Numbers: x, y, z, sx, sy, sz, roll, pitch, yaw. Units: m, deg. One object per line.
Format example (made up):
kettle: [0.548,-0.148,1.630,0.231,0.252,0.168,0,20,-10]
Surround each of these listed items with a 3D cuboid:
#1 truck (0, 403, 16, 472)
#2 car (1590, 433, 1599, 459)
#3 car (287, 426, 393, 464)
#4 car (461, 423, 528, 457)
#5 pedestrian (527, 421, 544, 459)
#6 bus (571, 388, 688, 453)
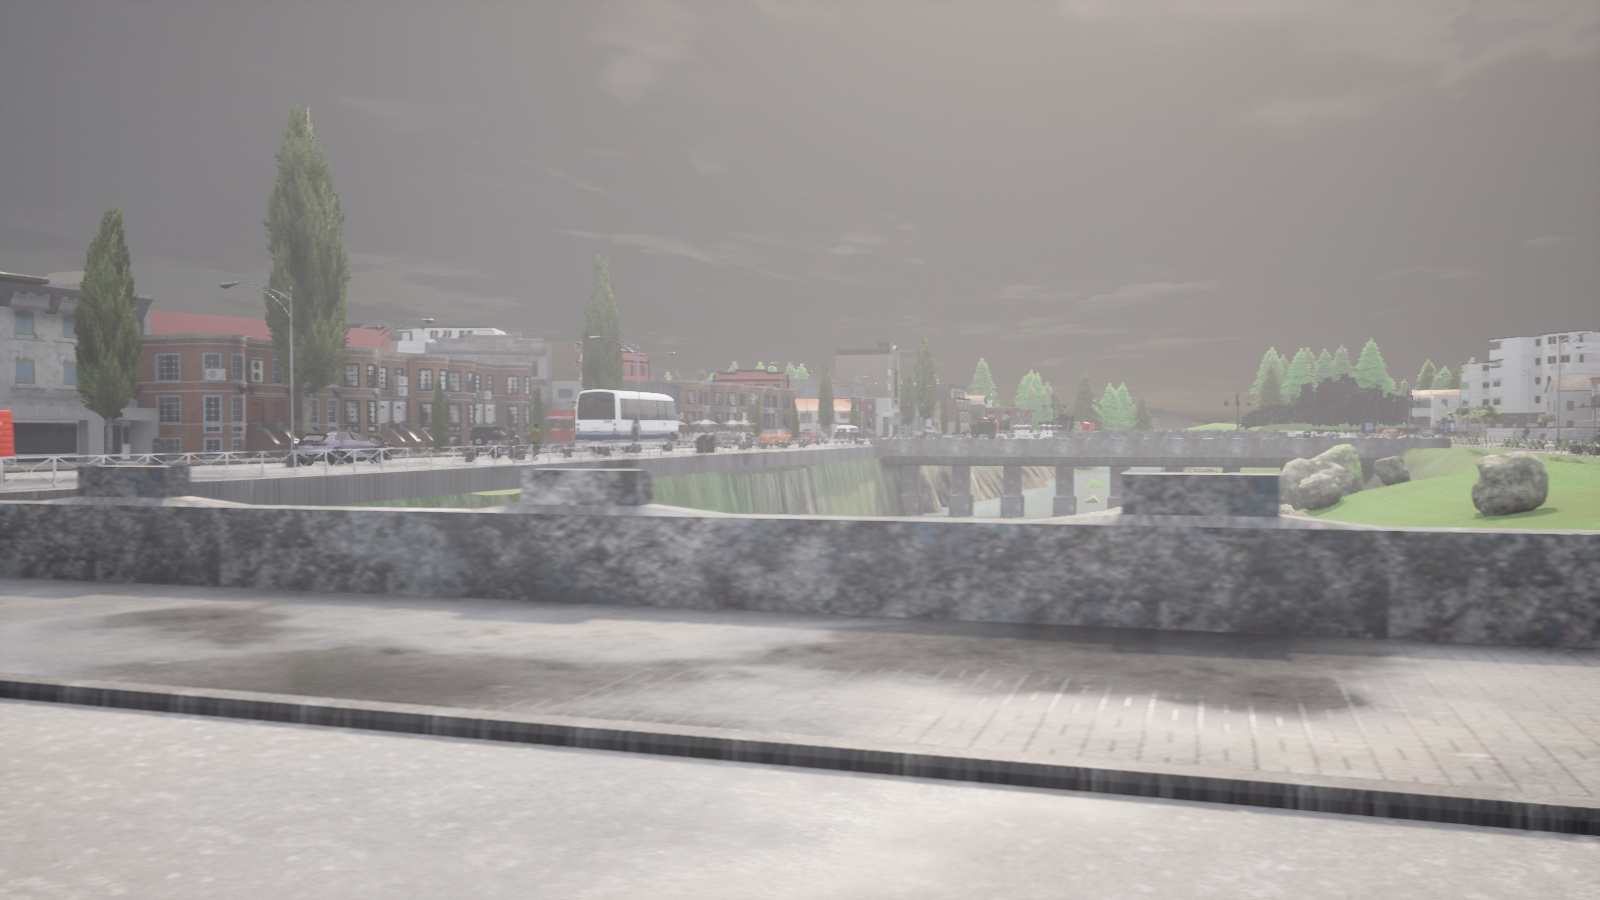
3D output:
truck: [-30.560,-0.465,43.559,2.627,2.467,5.204,1,0,19]
car: [49.896,-0.237,76.824,1.789,1.549,3.705,1,1,19]
car: [-21.330,-0.260,58.478,2.033,1.649,4.856,1,1,19]
car: [-17.181,-0.576,70.820,1.905,1.878,3.866,1,1,19]
pedestrian: [-12.704,-0.476,60.262,0.431,1.840,0.709,1,1,33]
bus: [-11.637,-1.992,87.277,3.944,4.253,10.273,1,1,19]
